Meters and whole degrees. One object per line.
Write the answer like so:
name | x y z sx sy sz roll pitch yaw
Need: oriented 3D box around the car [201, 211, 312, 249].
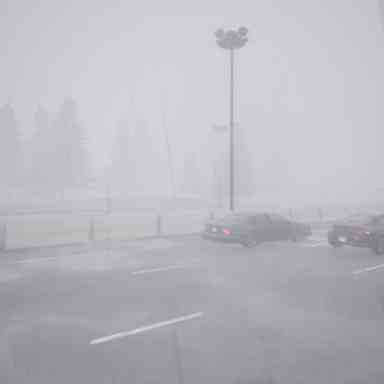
car | 2.943 1.545 14.539 5.357 1.411 2.033 0 0 -35

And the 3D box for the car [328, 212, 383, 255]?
car | 7.319 1.527 13.325 4.674 1.442 1.812 0 0 -35
